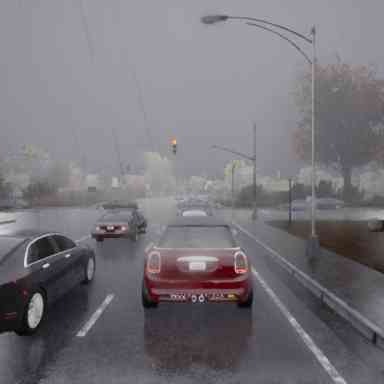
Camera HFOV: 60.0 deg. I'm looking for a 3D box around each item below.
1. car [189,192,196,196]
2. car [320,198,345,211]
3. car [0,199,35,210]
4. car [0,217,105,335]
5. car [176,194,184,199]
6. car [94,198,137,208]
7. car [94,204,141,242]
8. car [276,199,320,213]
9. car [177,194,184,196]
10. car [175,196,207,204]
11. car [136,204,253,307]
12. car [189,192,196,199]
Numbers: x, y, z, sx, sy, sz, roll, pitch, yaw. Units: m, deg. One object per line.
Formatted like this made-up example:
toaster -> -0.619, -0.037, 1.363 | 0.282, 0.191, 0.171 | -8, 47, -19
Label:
car -> 0.085, 1.500, 85.385 | 1.812, 1.442, 4.674 | 0, 0, 0
car -> 15.692, 1.494, 39.881 | 4.892, 1.490, 1.837 | -1, 0, 3
car -> -22.861, 1.539, 42.088 | 5.357, 1.411, 2.033 | 0, 0, 3
car -> -3.393, 1.503, 6.699 | 1.837, 1.490, 4.892 | 0, 0, 0
car -> -3.366, 1.383, 95.380 | 1.994, 1.385, 4.181 | 0, 0, 1
car -> -8.586, 1.497, 37.763 | 4.892, 1.490, 1.837 | 0, 0, 3
car -> -3.387, 1.544, 16.358 | 2.033, 1.411, 5.357 | 0, 0, 0
car -> 11.373, 1.556, 36.559 | 4.181, 1.385, 1.994 | 0, 0, 1
car -> -3.415, 1.527, 85.354 | 1.994, 1.385, 4.181 | 0, 0, 0
car -> 0.068, 1.555, 40.771 | 4.181, 1.385, 1.994 | 0, 0, 3
car -> 0.107, 1.350, 8.112 | 2.097, 1.767, 4.553 | 0, 0, 0
car -> 0.135, 1.056, 95.385 | 2.150, 2.045, 5.566 | 0, 0, 1
